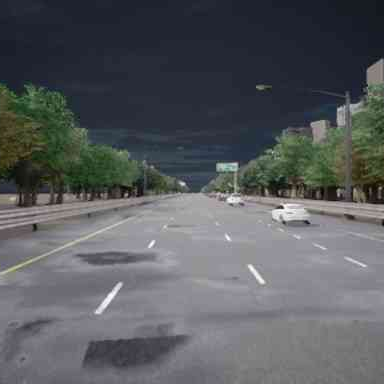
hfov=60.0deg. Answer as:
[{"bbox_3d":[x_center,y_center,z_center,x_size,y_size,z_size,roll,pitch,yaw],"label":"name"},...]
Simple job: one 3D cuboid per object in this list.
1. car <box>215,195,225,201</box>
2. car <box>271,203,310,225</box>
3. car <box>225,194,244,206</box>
[{"bbox_3d":[7.365,1.584,82.056,1.812,1.442,4.674,0,0,1],"label":"car"},{"bbox_3d":[7.030,1.545,24.048,1.812,1.442,4.674,0,0,0],"label":"car"},{"bbox_3d":[7.162,1.263,54.960,2.150,2.045,5.566,0,0,0],"label":"car"}]
